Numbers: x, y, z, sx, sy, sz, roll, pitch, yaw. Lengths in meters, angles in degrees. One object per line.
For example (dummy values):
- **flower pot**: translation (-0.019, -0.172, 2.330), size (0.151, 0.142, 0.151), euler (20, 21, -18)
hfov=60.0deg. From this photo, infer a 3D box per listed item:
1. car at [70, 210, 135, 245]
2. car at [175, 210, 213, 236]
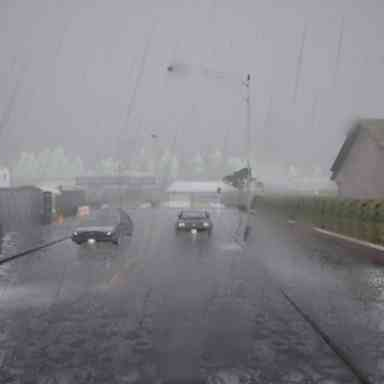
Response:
- **car**: translation (-4.008, 1.588, 16.004), size (2.033, 1.411, 5.357), euler (0, 0, 1)
- **car**: translation (0.102, 1.647, 18.560), size (1.895, 1.301, 4.718), euler (0, 0, 0)
